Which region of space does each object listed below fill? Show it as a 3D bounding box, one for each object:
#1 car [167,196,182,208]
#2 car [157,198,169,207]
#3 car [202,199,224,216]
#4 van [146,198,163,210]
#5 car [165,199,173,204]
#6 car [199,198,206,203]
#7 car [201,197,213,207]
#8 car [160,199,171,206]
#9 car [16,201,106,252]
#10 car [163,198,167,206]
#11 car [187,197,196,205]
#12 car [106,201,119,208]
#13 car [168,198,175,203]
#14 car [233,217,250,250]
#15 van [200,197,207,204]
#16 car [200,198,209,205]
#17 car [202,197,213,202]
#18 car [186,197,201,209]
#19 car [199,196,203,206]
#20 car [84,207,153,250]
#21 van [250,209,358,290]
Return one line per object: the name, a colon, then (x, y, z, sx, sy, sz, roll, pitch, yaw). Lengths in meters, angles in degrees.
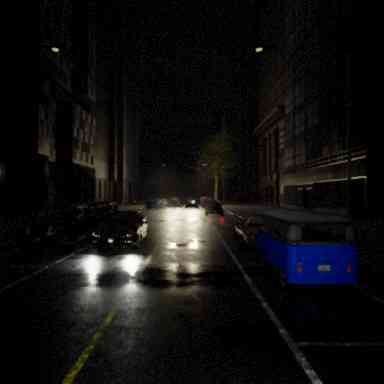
car: (-3.071, 1.820, 56.759, 2.097, 1.767, 4.553, 0, -1, 0)
car: (-5.679, 1.993, 65.445, 1.967, 1.590, 4.097, 0, -1, 0)
car: (2.345, 1.813, 35.817, 1.812, 1.442, 4.674, 0, 0, 0)
van: (-5.674, 1.734, 48.529, 1.690, 1.788, 3.998, 0, 0, 0)
car: (-5.681, 2.303, 82.360, 1.802, 1.307, 4.206, 0, -1, 0)
car: (2.841, 2.420, 93.628, 1.802, 1.307, 4.206, 0, -1, 0)
car: (2.847, 1.868, 65.433, 2.192, 1.841, 5.009, 0, -1, 0)
car: (-5.679, 2.154, 71.082, 1.887, 1.381, 4.507, 0, -1, 0)
car: (-5.669, 1.441, 14.698, 2.192, 1.841, 5.009, 0, 0, 0)
car: (-5.676, 2.009, 54.166, 1.947, 1.339, 4.313, 0, -1, 0)
car: (-0.012, 1.980, 72.586, 1.882, 1.535, 5.008, 0, -1, 0)
car: (-5.670, 1.486, 20.338, 2.192, 1.841, 5.009, 0, 0, 0)
car: (-5.684, 2.362, 93.467, 1.752, 1.417, 4.829, 0, -1, 0)
car: (2.857, 1.653, 14.847, 1.752, 1.417, 4.829, 0, 0, 0)
van: (2.844, 2.062, 82.351, 1.690, 1.788, 3.998, 0, -1, 0)
car: (2.845, 2.105, 76.711, 1.967, 1.590, 4.097, 0, -1, 0)
car: (2.851, 1.833, 48.514, 1.967, 1.590, 4.097, 0, -1, 0)
car: (-0.009, 2.008, 54.253, 1.994, 1.385, 4.181, 0, -1, 0)
car: (2.848, 1.812, 59.795, 2.192, 1.841, 5.009, 0, -1, 0)
car: (-3.103, 1.634, 15.115, 1.837, 1.490, 4.892, 0, 0, 0)
van: (2.857, 1.422, 9.037, 1.690, 1.788, 3.998, 0, 0, 0)
